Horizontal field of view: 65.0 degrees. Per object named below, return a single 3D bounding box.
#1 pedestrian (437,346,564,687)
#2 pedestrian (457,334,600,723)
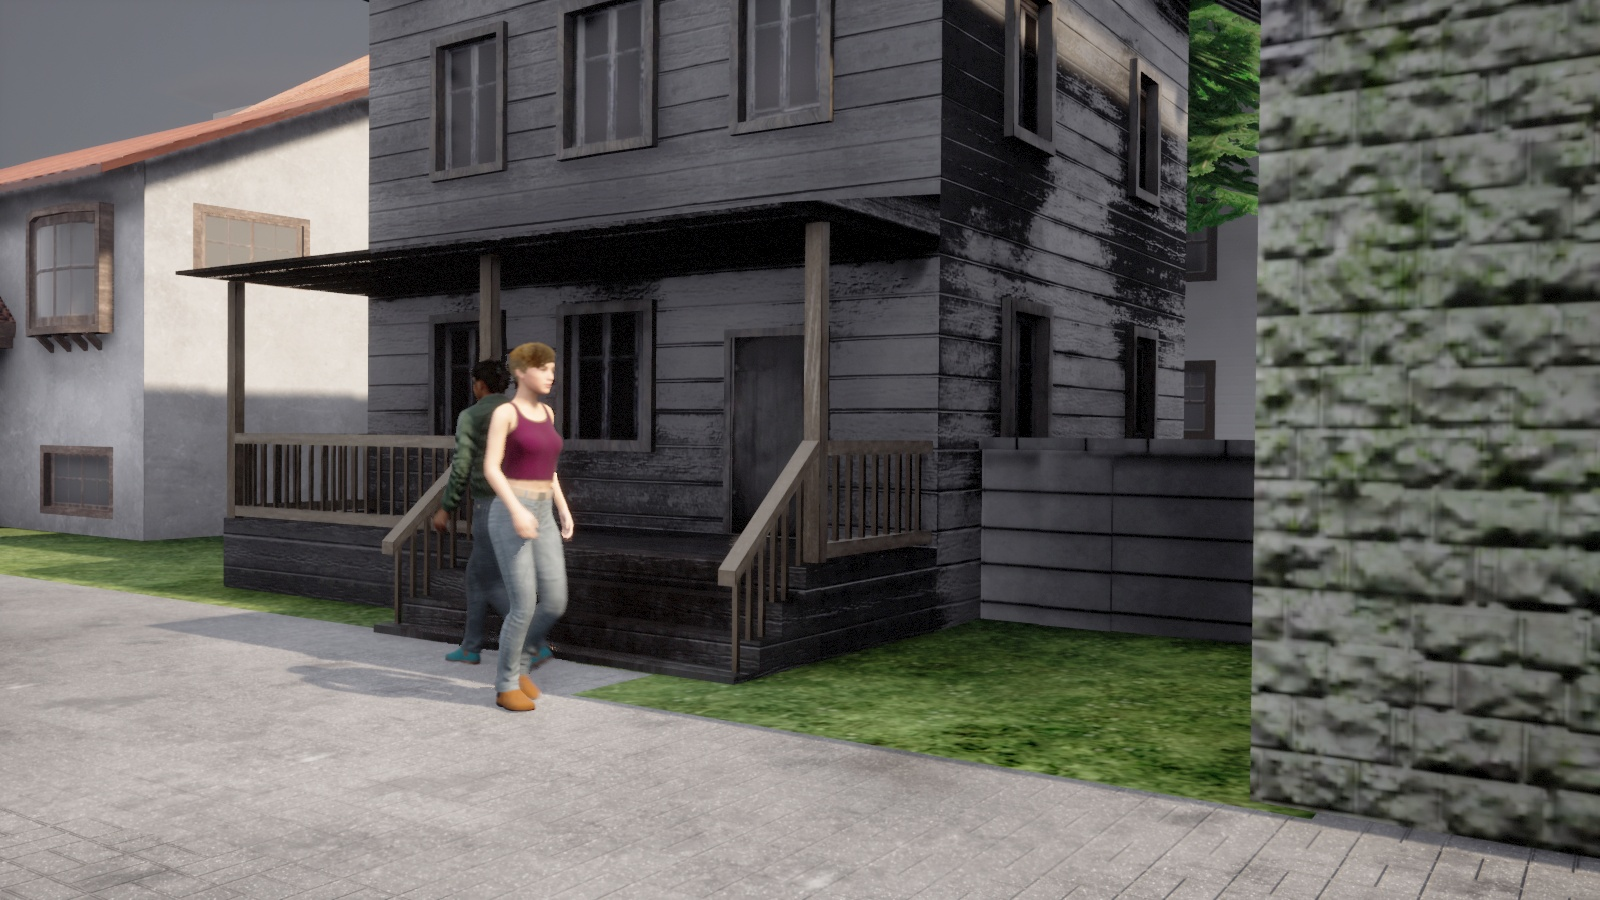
[{"bbox_3d":[-1.699,0.359,7.112,0.614,1.847,0.353,0,1,33],"label":"pedestrian"},{"bbox_3d":[-1.341,0.368,6.214,0.594,1.836,0.345,0,1,30],"label":"pedestrian"}]
